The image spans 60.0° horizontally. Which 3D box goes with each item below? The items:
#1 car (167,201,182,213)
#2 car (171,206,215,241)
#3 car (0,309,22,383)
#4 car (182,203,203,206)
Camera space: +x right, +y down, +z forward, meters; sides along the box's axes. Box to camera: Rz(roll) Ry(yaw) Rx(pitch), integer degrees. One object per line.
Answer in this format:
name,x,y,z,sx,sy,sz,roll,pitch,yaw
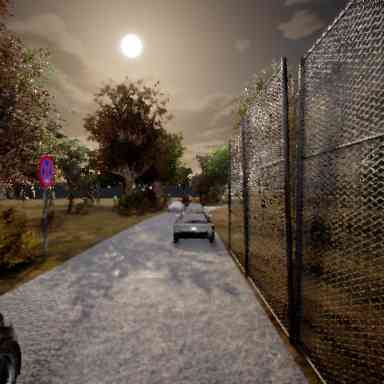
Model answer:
car,-2.002,1.964,43.902,1.812,1.442,4.674,0,-1,5
car,0.091,1.637,16.973,1.994,1.385,4.181,0,-1,0
car,-2.851,1.565,1.941,1.994,1.385,4.181,0,0,0
car,0.422,1.849,35.410,2.033,1.411,5.357,0,-1,2
